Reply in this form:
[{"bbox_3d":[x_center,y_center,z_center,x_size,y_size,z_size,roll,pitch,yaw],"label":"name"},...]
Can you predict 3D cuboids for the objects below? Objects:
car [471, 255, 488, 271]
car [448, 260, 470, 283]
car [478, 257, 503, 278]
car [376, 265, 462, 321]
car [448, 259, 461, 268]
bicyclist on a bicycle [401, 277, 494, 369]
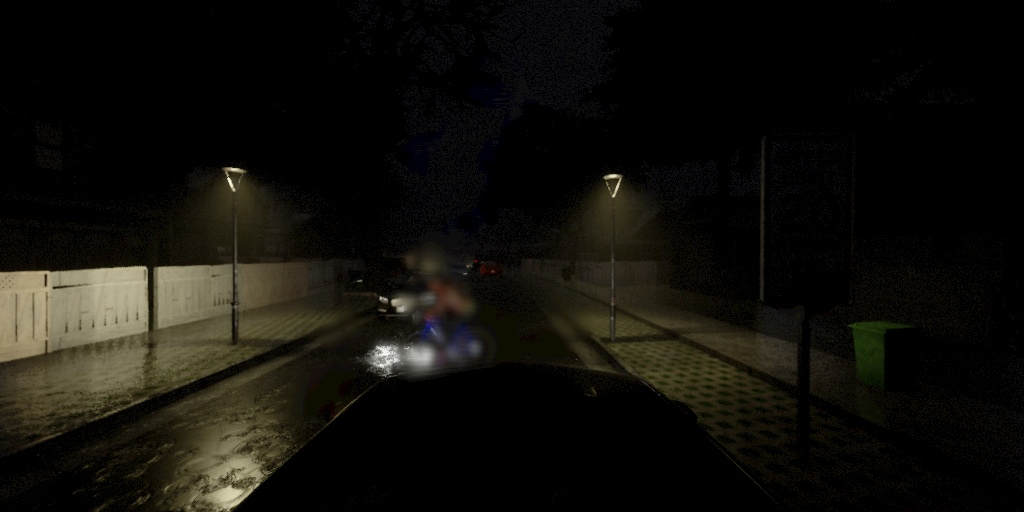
[{"bbox_3d":[-4.227,0.896,48.376,2.150,2.045,5.566,0,0,-10],"label":"car"},{"bbox_3d":[-4.204,1.228,27.636,1.812,1.442,4.674,0,1,-6],"label":"car"},{"bbox_3d":[-1.989,1.168,33.833,1.882,1.535,5.008,0,0,-7],"label":"car"},{"bbox_3d":[-3.153,1.220,12.432,2.128,1.511,4.902,0,0,-3],"label":"car"},{"bbox_3d":[-10.088,1.274,62.243,1.895,1.301,4.718,0,0,-13],"label":"car"},{"bbox_3d":[-1.150,1.191,6.327,1.656,1.620,0.582,-2,0,-2],"label":"bicyclist on a bicycle"}]
